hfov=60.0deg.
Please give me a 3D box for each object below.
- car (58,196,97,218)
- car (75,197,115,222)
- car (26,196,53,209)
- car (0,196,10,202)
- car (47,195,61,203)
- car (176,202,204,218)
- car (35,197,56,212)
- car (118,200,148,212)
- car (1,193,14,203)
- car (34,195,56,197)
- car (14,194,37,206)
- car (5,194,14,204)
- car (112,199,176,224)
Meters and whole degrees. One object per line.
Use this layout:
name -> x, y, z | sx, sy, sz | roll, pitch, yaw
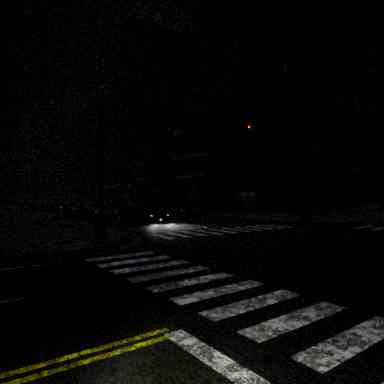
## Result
car -> -10.397, 1.422, 30.187 | 1.967, 1.590, 4.097 | 0, 0, -35
car -> -7.202, 1.423, 25.697 | 1.967, 1.590, 4.097 | 0, 0, -35
car -> -19.982, 1.535, 43.657 | 2.008, 1.369, 4.403 | 0, 0, -35
car -> -42.349, 1.601, 75.087 | 1.802, 1.307, 4.206 | 0, 0, -35
car -> -29.419, 1.480, 70.760 | 1.967, 1.590, 4.097 | 0, 0, -35
car -> -0.663, 1.581, 30.349 | 1.947, 1.339, 4.313 | 0, 0, -35
car -> -16.787, 1.564, 39.167 | 1.802, 1.307, 4.206 | 0, 0, -35
car -> -7.054, 1.595, 39.330 | 1.802, 1.307, 4.206 | 0, 0, -35
car -> -39.153, 1.558, 70.597 | 1.887, 1.381, 4.507 | 0, 0, -35
car -> -23.243, 1.566, 52.779 | 1.994, 1.385, 4.181 | 0, 0, -35
car -> -26.373, 1.432, 52.637 | 1.967, 1.590, 4.097 | 0, 0, -35
car -> -32.763, 1.553, 61.617 | 2.008, 1.369, 4.403 | 0, 0, -35
car -> -3.765, 1.541, 25.212 | 2.033, 1.411, 5.357 | 0, 0, -37
